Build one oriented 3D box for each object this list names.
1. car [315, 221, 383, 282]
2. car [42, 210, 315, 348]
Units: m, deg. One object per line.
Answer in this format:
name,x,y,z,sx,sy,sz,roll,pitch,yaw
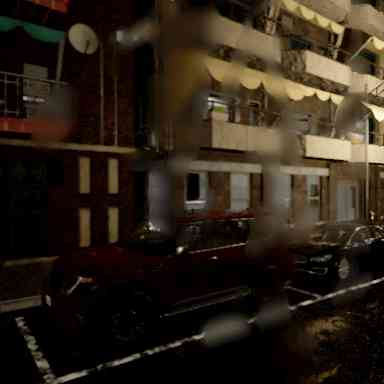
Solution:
car,4.384,1.567,9.692,4.403,1.369,2.008,0,0,-35
car,-0.117,1.321,6.485,5.009,1.841,2.192,0,0,-35
